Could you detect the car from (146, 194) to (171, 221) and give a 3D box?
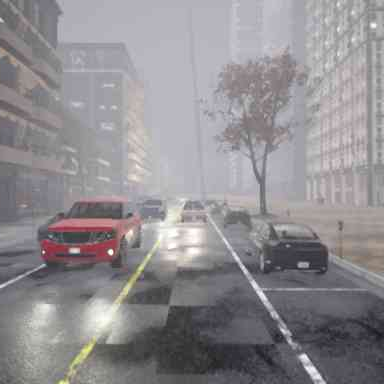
[{"bbox_3d":[-3.079,1.307,26.859,2.097,1.767,4.553,0,0,0],"label":"car"}]

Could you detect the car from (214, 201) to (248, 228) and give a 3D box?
[{"bbox_3d":[2.718,1.517,21.386,2.008,1.369,4.403,1,0,0],"label":"car"}]

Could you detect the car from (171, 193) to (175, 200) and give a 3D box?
[{"bbox_3d":[-5.615,1.455,77.090,1.947,1.339,4.313,1,0,0],"label":"car"}]

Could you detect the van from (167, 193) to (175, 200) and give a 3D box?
[{"bbox_3d":[-5.602,1.218,88.230,1.690,1.788,3.998,1,0,0],"label":"van"}]

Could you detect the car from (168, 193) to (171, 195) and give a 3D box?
[{"bbox_3d":[-5.625,1.225,60.380,2.192,1.841,5.009,1,0,0],"label":"car"}]

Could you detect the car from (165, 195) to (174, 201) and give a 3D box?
[{"bbox_3d":[-5.610,1.433,82.660,2.008,1.369,4.403,1,0,0],"label":"car"}]

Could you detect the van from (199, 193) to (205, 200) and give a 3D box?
[{"bbox_3d":[2.783,1.215,93.791,1.690,1.788,3.998,1,0,0],"label":"van"}]

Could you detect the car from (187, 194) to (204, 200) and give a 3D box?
[{"bbox_3d":[0.129,1.416,39.698,1.882,1.535,5.008,0,0,0],"label":"car"}]

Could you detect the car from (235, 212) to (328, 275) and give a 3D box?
[{"bbox_3d":[2.709,1.535,10.246,2.008,1.369,4.403,1,0,0],"label":"car"}]

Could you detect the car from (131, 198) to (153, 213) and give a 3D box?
[{"bbox_3d":[-5.648,1.464,37.933,1.752,1.417,4.829,1,0,0],"label":"car"}]

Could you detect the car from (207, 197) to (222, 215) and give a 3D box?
[{"bbox_3d":[2.728,1.475,32.696,1.752,1.417,4.829,1,0,0],"label":"car"}]

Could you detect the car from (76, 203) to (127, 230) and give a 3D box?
[{"bbox_3d":[-5.662,1.514,21.394,2.008,1.369,4.403,1,0,0],"label":"car"}]

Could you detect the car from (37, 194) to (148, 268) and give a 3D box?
[{"bbox_3d":[-3.090,1.204,11.511,2.150,2.045,5.566,0,0,0],"label":"car"}]

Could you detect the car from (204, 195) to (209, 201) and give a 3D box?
[{"bbox_3d":[2.742,1.478,49.235,2.008,1.369,4.403,1,0,0],"label":"car"}]

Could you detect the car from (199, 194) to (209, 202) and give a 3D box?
[{"bbox_3d":[2.767,1.332,77.082,1.967,1.590,4.097,1,0,0],"label":"car"}]

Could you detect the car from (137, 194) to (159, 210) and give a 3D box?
[{"bbox_3d":[-5.639,1.246,43.673,2.192,1.841,5.009,1,0,0],"label":"car"}]

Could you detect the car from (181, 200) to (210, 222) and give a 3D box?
[{"bbox_3d":[0.124,1.560,25.775,1.895,1.301,4.718,0,0,0],"label":"car"}]

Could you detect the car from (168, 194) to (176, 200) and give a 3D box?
[{"bbox_3d":[-5.600,1.396,93.630,1.752,1.417,4.829,1,0,0],"label":"car"}]

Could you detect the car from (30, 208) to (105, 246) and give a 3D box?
[{"bbox_3d":[-5.667,1.538,15.824,1.947,1.339,4.313,1,0,0],"label":"car"}]

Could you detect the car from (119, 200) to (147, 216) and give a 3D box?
[{"bbox_3d":[-5.653,1.513,32.534,1.947,1.339,4.313,1,0,0],"label":"car"}]
